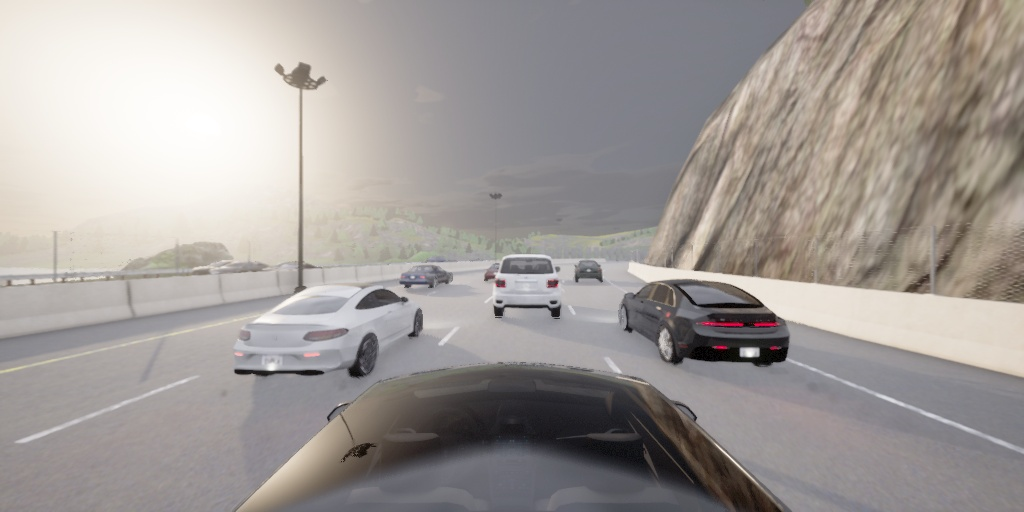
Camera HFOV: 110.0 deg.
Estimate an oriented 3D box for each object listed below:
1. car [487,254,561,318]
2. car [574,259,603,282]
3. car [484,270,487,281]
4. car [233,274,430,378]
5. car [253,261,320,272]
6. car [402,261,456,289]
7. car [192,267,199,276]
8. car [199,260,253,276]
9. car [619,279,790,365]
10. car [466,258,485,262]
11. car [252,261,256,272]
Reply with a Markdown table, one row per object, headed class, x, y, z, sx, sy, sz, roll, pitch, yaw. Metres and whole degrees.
| class | x | y | z | sx | sy | sz | roll | pitch | yaw |
| --- | --- | --- | --- | --- | --- | --- | --- | --- | --- |
| car | 0.604 | 0.968 | 13.191 | 2.150 | 2.045 | 5.566 | 0 | 0 | 4 |
| car | 6.163 | 1.106 | 29.194 | 2.097 | 1.767 | 4.553 | 0 | 0 | 10 |
| car | -0.919 | 1.301 | 29.336 | 1.994 | 1.385 | 4.181 | 0 | 0 | 10 |
| car | -3.224 | 1.266 | 7.230 | 1.812 | 1.442 | 4.674 | 0 | 0 | 2 |
| car | -15.793 | 1.230 | 25.982 | 1.812 | 1.442 | 4.674 | 0 | 0 | 8 |
| car | -5.417 | 1.277 | 23.194 | 2.033 | 1.411 | 5.357 | 0 | 0 | 7 |
| car | -25.508 | 1.157 | 31.916 | 1.882 | 1.535 | 5.008 | 0 | 0 | 9 |
| car | -22.318 | 1.179 | 29.700 | 2.128 | 1.511 | 4.902 | 0 | 0 | 9 |
| car | 3.817 | 1.261 | 8.040 | 1.837 | 1.490 | 4.892 | 0 | 0 | 2 |
| car | -6.024 | 1.312 | 64.889 | 1.895 | 1.301 | 4.718 | 0 | 0 | 20 |
| car | -18.709 | 1.201 | 30.152 | 1.837 | 1.490 | 4.892 | 0 | 0 | 9 |
